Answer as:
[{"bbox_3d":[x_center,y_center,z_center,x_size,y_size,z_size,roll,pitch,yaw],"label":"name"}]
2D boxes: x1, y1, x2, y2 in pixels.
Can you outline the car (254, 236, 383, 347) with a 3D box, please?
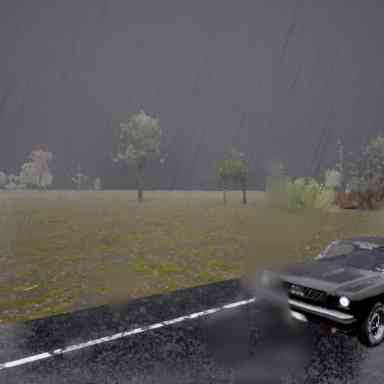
[{"bbox_3d":[3.431,1.603,6.429,4.718,1.301,1.895,0,0,-35],"label":"car"}]
